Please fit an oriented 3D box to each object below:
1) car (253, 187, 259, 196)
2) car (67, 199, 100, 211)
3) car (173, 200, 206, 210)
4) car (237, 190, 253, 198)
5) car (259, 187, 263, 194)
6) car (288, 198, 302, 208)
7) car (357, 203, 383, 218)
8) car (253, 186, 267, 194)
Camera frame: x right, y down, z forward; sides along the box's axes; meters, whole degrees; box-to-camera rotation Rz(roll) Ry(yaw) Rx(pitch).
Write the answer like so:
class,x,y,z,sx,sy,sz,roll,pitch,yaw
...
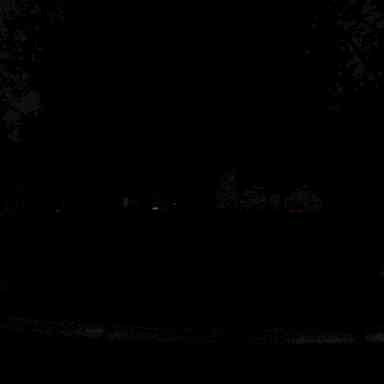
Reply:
class,x,y,z,sx,sy,sz,roll,pitch,yaw
car,13.783,0.227,79.913,1.946,1.575,5.366,0,3,25
car,-12.850,1.584,40.945,4.892,1.490,1.837,1,0,-22
car,-0.334,1.521,44.803,4.553,1.767,2.097,0,0,1
car,11.485,0.519,74.900,1.946,1.575,5.366,0,3,25
car,16.072,-0.063,84.933,1.946,1.575,5.366,0,3,25
car,15.694,1.641,50.905,1.812,1.442,4.674,0,2,12
car,17.786,1.783,30.977,1.812,1.442,4.674,1,0,-24
car,18.478,-0.616,90.197,2.435,2.045,5.566,0,3,24
